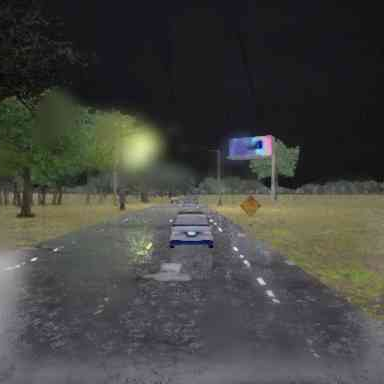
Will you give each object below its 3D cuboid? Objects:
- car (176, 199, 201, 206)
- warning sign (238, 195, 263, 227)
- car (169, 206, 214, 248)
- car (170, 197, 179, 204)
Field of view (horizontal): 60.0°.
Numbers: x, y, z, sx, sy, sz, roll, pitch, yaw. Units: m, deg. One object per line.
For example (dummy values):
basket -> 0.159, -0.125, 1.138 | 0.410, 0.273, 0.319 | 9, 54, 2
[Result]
car -> -0.122, 1.588, 29.702 | 1.994, 1.385, 4.181 | 0, 0, 0
warning sign -> 3.491, 1.117, 19.841 | 1.300, 1.860, 1.060 | 0, 0, 0
car -> -0.030, 1.565, 14.693 | 2.033, 1.411, 5.357 | 0, 0, 0
car -> -3.987, 1.846, 76.732 | 1.882, 1.535, 5.008 | 0, -1, 0
